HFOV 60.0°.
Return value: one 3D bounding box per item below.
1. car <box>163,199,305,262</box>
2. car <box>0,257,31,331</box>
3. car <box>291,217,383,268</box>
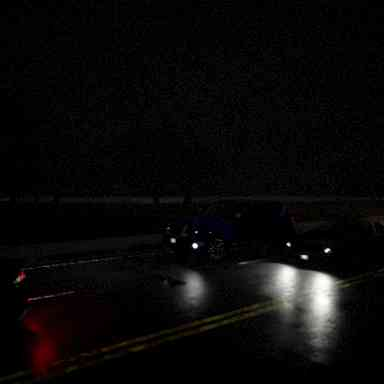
[{"bbox_3d":[1.614,1.304,12.827,5.566,2.045,2.150,1,-1,-36],"label":"car"},{"bbox_3d":[-4.758,1.518,4.221,4.902,1.511,2.128,0,-1,-36],"label":"car"},{"bbox_3d":[5.621,1.624,11.779,5.357,1.411,2.033,0,0,-35],"label":"car"}]
